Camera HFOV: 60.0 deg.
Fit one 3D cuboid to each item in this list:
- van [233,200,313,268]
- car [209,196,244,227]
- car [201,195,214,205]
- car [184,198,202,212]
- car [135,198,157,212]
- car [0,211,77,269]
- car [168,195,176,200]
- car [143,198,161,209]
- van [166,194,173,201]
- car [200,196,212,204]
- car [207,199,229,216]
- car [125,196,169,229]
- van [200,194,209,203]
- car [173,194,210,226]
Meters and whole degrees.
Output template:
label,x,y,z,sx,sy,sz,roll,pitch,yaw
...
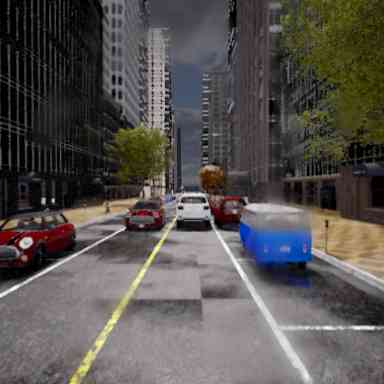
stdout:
label,x,y,z,sx,sy,sz,roll,pitch,yaw
van,2.550,1.328,10.960,1.690,1.788,3.998,-1,0,0
car,2.548,1.290,22.257,2.192,1.841,5.009,-1,0,0
car,2.546,1.379,56.149,1.967,1.590,4.097,-1,0,0
car,0.095,1.502,40.144,2.033,1.411,5.357,0,0,0
car,-5.330,1.507,39.171,2.008,1.369,4.403,-1,0,0
car,-5.329,1.427,10.928,1.967,1.590,4.097,-1,0,0
car,-5.336,1.471,90.009,1.947,1.339,4.313,-1,0,0
car,-5.331,1.532,44.819,1.802,1.307,4.206,-1,0,0
van,-5.338,1.257,78.712,1.690,1.788,3.998,-1,0,0
car,2.547,1.478,61.798,1.887,1.381,4.507,-1,0,0
car,2.550,1.507,33.555,1.887,1.381,4.507,-1,0,0
car,-2.851,1.327,21.061,2.097,1.767,4.553,0,0,0
van,2.543,1.269,67.447,1.690,1.788,3.998,-1,0,0
car,0.095,1.189,23.105,2.150,2.045,5.566,0,-1,0
